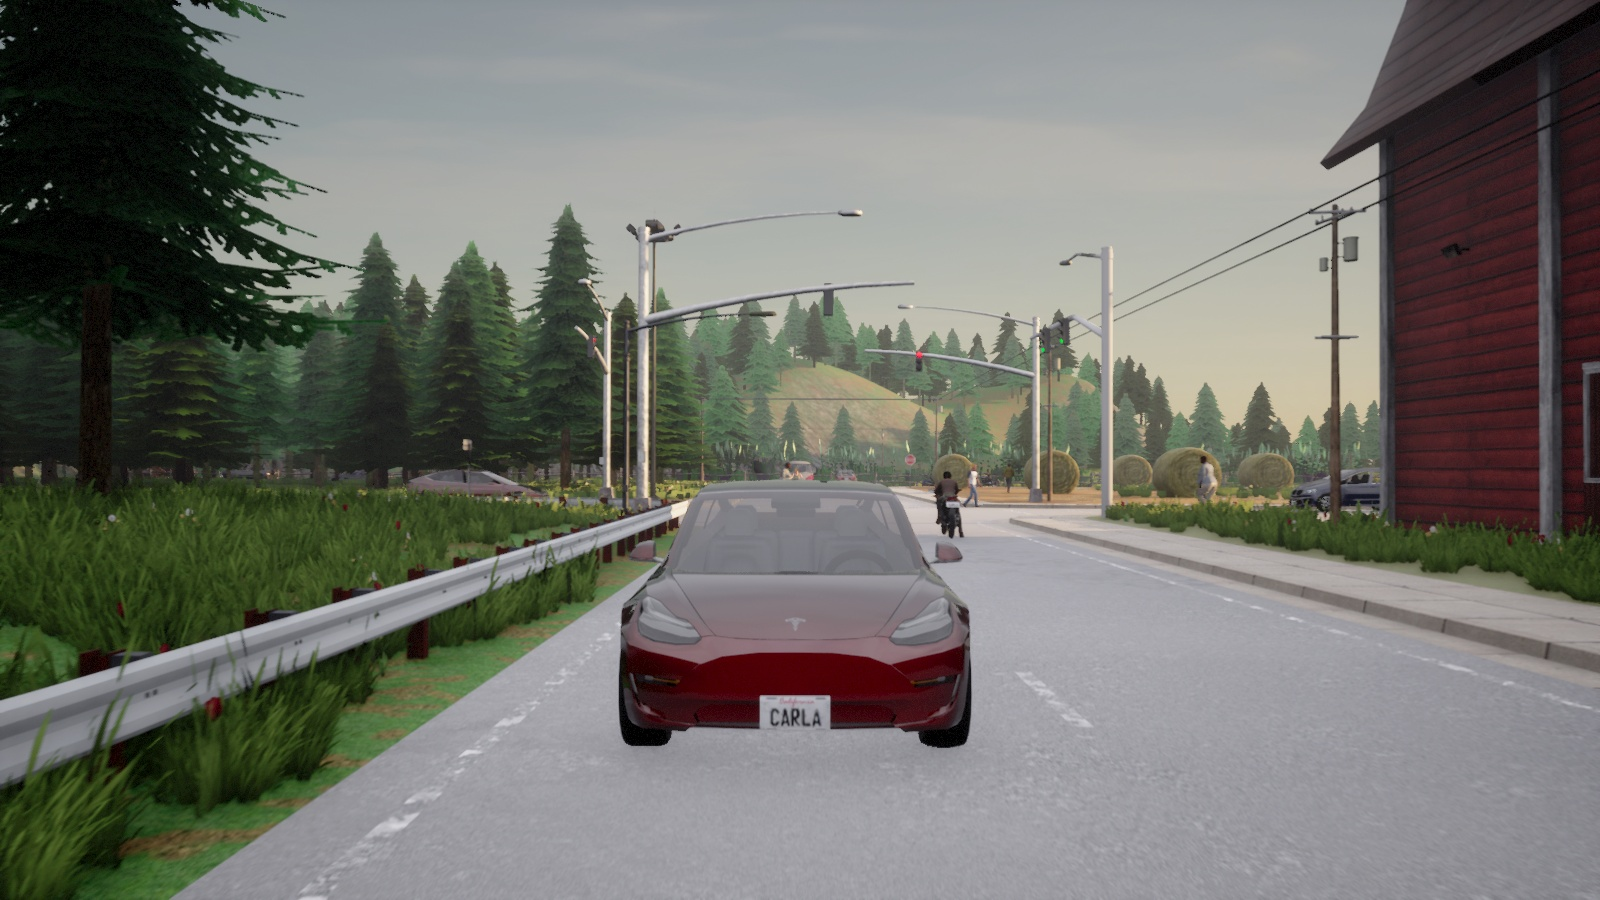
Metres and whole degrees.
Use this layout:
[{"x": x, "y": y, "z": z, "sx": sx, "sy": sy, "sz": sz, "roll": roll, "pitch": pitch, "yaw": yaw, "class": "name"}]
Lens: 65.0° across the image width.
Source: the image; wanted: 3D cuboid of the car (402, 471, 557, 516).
[{"x": -10.952, "y": 1.485, "z": 43.144, "sx": 4.792, "sy": 1.488, "sz": 2.163, "roll": 0, "pitch": -1, "yaw": -1, "class": "car"}]

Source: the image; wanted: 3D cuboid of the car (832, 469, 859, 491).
[{"x": 3.275, "y": 2.163, "z": 91.105, "sx": 1.789, "sy": 1.549, "sz": 3.705, "roll": 0, "pitch": -1, "yaw": 0, "class": "car"}]

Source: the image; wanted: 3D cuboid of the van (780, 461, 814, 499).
[{"x": -0.169, "y": 1.595, "z": 67.665, "sx": 1.775, "sy": 1.987, "sz": 4.442, "roll": 0, "pitch": -1, "yaw": 0, "class": "van"}]

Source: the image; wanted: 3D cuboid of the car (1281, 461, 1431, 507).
[{"x": 20.883, "y": 1.262, "z": 47.305, "sx": 4.611, "sy": 1.667, "sz": 2.242, "roll": 0, "pitch": -1, "yaw": -1, "class": "car"}]

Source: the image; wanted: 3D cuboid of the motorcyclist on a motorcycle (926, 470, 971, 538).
[{"x": 3.427, "y": 1.224, "z": 29.143, "sx": 0.797, "sy": 1.523, "sz": 2.044, "roll": 0, "pitch": -1, "yaw": 0, "class": "motorcyclist on a motorcycle"}]

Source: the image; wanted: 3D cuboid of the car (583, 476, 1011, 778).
[{"x": -0.022, "y": 0.945, "z": 8.752, "sx": 2.163, "sy": 1.488, "sz": 4.792, "roll": 0, "pitch": -1, "yaw": 0, "class": "car"}]

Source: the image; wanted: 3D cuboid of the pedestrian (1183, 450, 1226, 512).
[{"x": 12.398, "y": 0.949, "z": 38.507, "sx": 0.874, "sy": 1.855, "sz": 0.900, "roll": 0, "pitch": -1, "yaw": -34, "class": "pedestrian"}]

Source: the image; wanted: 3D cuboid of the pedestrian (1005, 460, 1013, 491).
[{"x": 12.670, "y": 1.555, "z": 76.136, "sx": 0.370, "sy": 1.835, "sz": 0.726, "roll": 0, "pitch": -1, "yaw": 17, "class": "pedestrian"}]

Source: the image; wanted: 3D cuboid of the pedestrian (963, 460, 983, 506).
[{"x": 6.952, "y": 1.323, "z": 50.487, "sx": 0.354, "sy": 1.836, "sz": 0.706, "roll": 1, "pitch": -1, "yaw": -45, "class": "pedestrian"}]
